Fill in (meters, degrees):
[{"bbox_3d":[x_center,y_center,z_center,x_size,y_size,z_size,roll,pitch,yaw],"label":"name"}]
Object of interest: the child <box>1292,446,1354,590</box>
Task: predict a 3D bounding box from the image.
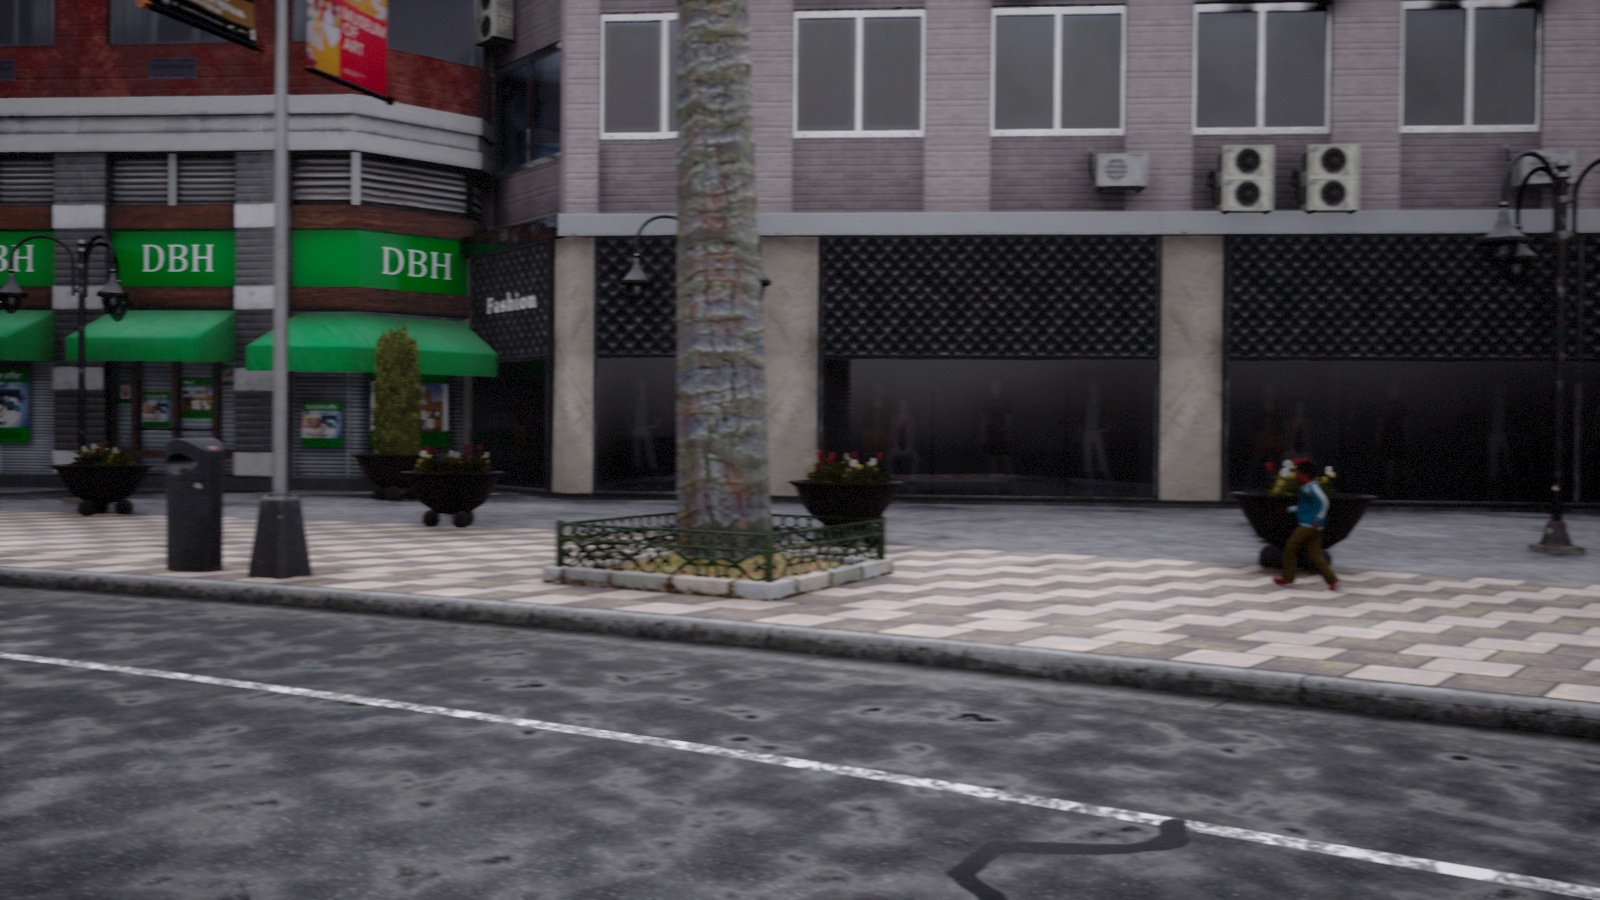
[{"bbox_3d":[4.477,0.569,10.751,0.448,1.192,0.343,0,1,29],"label":"child"}]
